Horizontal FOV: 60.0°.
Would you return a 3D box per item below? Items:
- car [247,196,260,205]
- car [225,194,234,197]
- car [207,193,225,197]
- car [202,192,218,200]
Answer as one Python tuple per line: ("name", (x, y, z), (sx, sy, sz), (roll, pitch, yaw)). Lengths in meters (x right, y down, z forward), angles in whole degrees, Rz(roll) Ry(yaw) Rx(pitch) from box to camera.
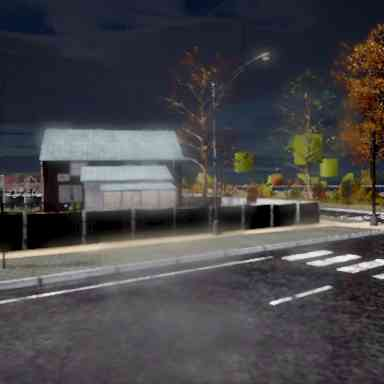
("car", (8.523, 1.324, 46.179), (1.812, 1.442, 4.674), (-2, 1, -15))
("car", (6.613, 1.084, 64.842), (1.837, 1.490, 4.892), (-2, 0, -16))
("car", (4.174, 1.190, 62.903), (1.812, 1.442, 4.674), (-2, 1, -14))
("car", (3.921, 0.863, 74.753), (2.128, 1.511, 4.902), (-2, 1, -15))
